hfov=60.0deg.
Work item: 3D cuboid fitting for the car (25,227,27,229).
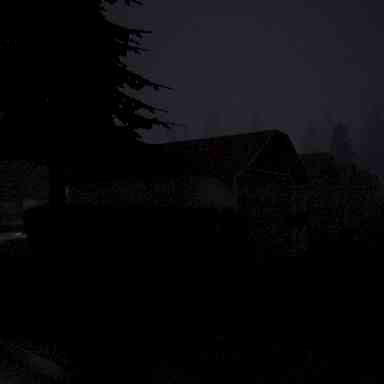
[{"bbox_3d":[-9.408,1.868,23.729,2.097,1.767,4.553,-1,-1,36],"label":"car"}]

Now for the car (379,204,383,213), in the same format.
[{"bbox_3d":[22.621,2.038,41.474,4.902,1.511,2.128,-1,-1,29],"label":"car"}]
